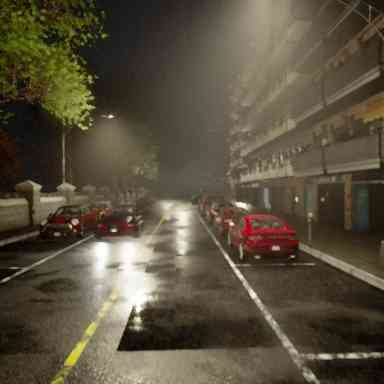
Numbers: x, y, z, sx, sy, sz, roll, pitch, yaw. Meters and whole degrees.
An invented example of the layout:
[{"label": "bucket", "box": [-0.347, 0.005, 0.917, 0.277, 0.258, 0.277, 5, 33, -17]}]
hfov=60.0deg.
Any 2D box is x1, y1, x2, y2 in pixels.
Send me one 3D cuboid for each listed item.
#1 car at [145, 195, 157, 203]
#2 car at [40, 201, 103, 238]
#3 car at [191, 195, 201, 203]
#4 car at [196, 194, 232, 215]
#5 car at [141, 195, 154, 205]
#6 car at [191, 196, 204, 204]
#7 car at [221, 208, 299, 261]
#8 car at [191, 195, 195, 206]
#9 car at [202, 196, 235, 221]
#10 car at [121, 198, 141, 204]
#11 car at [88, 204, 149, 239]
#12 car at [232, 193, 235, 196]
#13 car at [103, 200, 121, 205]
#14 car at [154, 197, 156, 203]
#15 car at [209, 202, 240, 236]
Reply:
[{"label": "car", "box": [-7.681, 1.311, 62.019, 1.752, 1.417, 4.829, -1, 0, -2]}, {"label": "car", "box": [-6.215, 1.397, 17.172, 1.967, 1.590, 4.097, 0, 0, -2]}, {"label": "car", "box": [0.683, 1.262, 62.634, 1.752, 1.417, 4.829, -1, 0, -2]}, {"label": "car", "box": [1.792, 1.177, 28.698, 2.192, 1.841, 5.009, -1, 0, -2]}, {"label": "car", "box": [-7.313, 1.349, 50.764, 1.752, 1.417, 4.829, -1, 0, -2]}, {"label": "car", "box": [0.874, 1.321, 56.836, 1.947, 1.339, 4.313, -1, 0, -2]}, {"label": "car", "box": [2.347, 1.477, 11.819, 1.887, 1.381, 4.507, -1, 0, -2]}, {"label": "car", "box": [1.056, 1.215, 51.208, 1.967, 1.590, 4.097, -1, 0, -2]}, {"label": "car", "box": [1.977, 1.325, 23.072, 1.967, 1.590, 4.097, -1, 0, -2]}, {"label": "car", "box": [-6.766, 1.438, 34.053, 2.008, 1.369, 4.403, -1, 0, -2]}, {"label": "car", "box": [-3.513, 1.507, 16.724, 1.994, 1.385, 4.181, 0, 0, -2]}, {"label": "car", "box": [11.727, 1.173, 89.832, 5.009, 1.841, 2.192, 1, -1, -2]}, {"label": "car", "box": [-6.399, 1.374, 22.797, 1.967, 1.590, 4.097, -1, 0, -2]}, {"label": "car", "box": [-7.502, 1.355, 56.562, 2.008, 1.369, 4.403, -1, 0, -2]}, {"label": "car", "box": [2.162, 1.453, 17.446, 1.887, 1.381, 4.507, -1, 0, -2]}]
